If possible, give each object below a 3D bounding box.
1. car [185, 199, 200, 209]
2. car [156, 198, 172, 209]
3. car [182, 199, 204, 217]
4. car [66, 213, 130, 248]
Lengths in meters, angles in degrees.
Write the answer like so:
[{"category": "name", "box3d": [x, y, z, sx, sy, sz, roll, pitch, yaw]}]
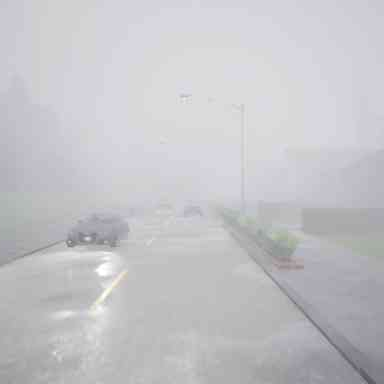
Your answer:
[{"category": "car", "box3d": [0.132, 1.824, 51.121, 2.033, 1.411, 5.357, 0, 0, 2]}, {"category": "car", "box3d": [-4.035, 1.617, 48.822, 2.097, 1.767, 4.553, 0, 0, 0]}, {"category": "car", "box3d": [0.124, 1.709, 33.804, 1.812, 1.442, 4.674, 0, 0, 0]}, {"category": "car", "box3d": [-4.091, 1.646, 15.015, 1.994, 1.385, 4.181, 0, 0, 0]}]
